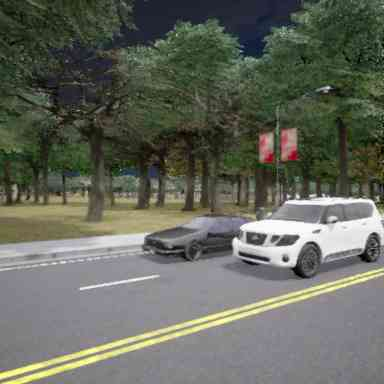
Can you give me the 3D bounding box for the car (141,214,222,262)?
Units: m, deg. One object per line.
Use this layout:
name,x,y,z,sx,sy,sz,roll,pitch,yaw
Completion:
car,0.877,1.548,12.295,5.357,1.411,2.033,0,0,-35

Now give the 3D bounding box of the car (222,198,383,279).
car,3.845,1.223,10.419,5.566,2.045,2.150,0,0,-36
